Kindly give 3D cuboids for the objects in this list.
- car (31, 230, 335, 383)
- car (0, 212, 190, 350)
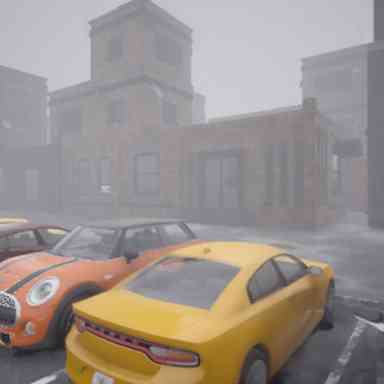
[{"bbox_3d":[0.664,1.476,4.875,2.097,1.535,5.008,0,0,35],"label":"car"},{"bbox_3d":[-1.580,1.345,6.518,2.185,1.767,4.553,0,0,35],"label":"car"}]
